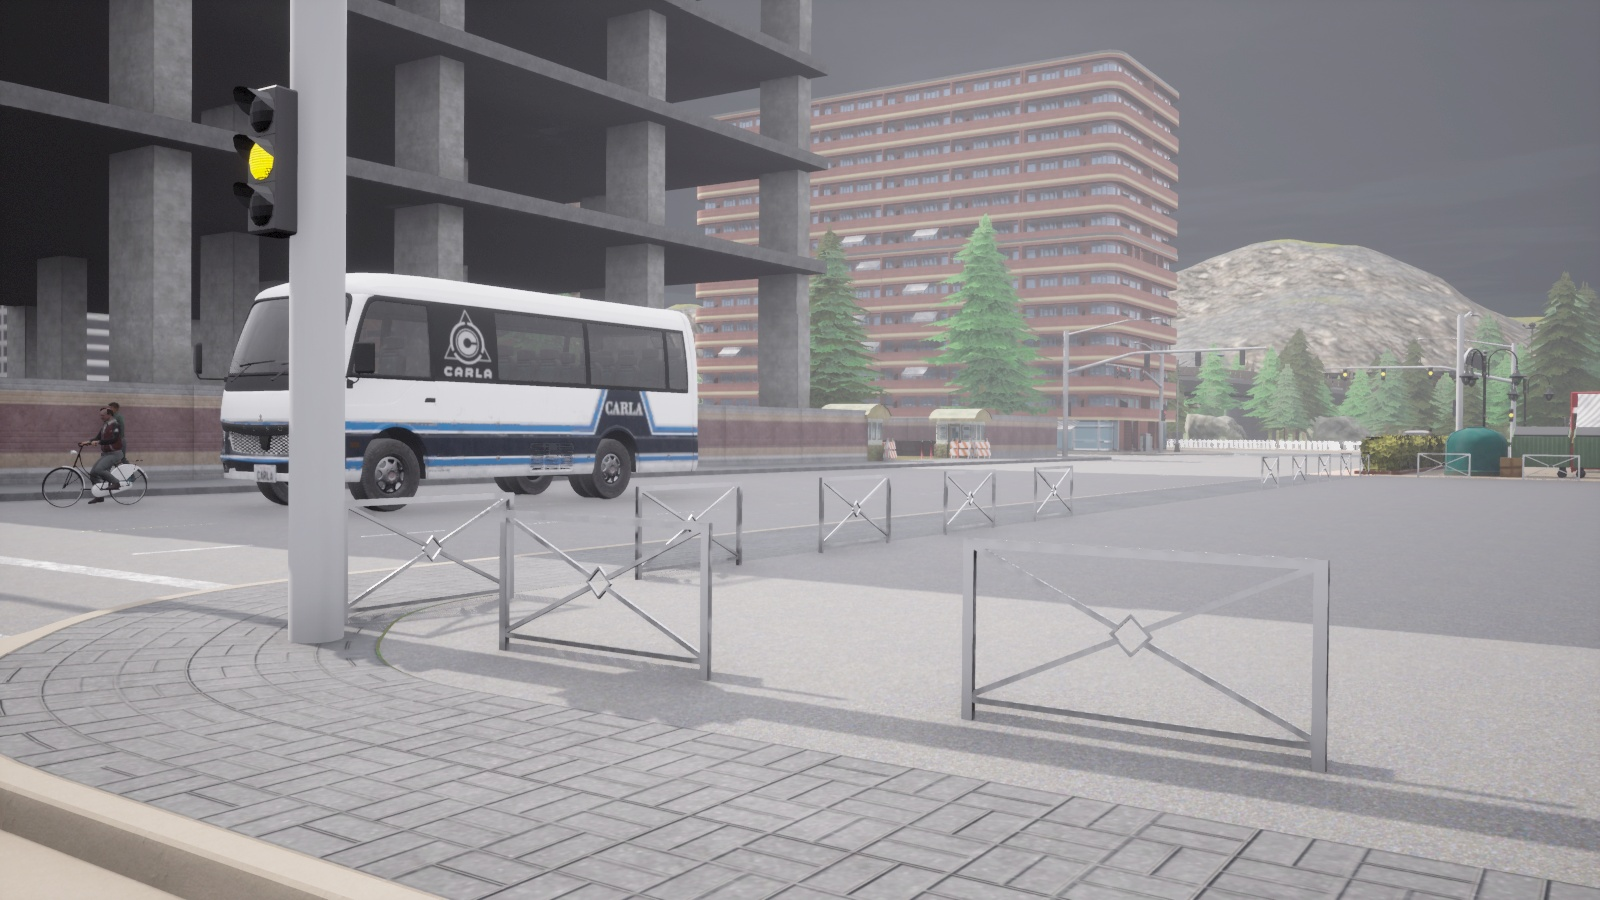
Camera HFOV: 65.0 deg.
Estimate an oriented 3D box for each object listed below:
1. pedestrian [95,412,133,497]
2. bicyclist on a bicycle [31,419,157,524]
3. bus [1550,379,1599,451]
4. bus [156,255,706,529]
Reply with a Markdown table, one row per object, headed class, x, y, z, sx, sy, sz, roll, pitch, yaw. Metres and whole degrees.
| class | x | y | z | sx | sy | sz | roll | pitch | yaw |
| --- | --- | --- | --- | --- | --- | --- | --- | --- | --- |
| pedestrian | -15.230 | 0.095 | 27.883 | 0.353 | 1.847 | 0.614 | 0 | 1 | 34 |
| bicyclist on a bicycle | -12.481 | 0.356 | 22.252 | 0.659 | 1.776 | 1.843 | 0 | 1 | 33 |
| bus | 50.595 | -2.120 | 74.497 | 10.273 | 4.253 | 3.944 | 0 | 1 | 34 |
| bus | -6.591 | -0.980 | 24.827 | 3.944 | 4.253 | 10.273 | 0 | 1 | 33 |
